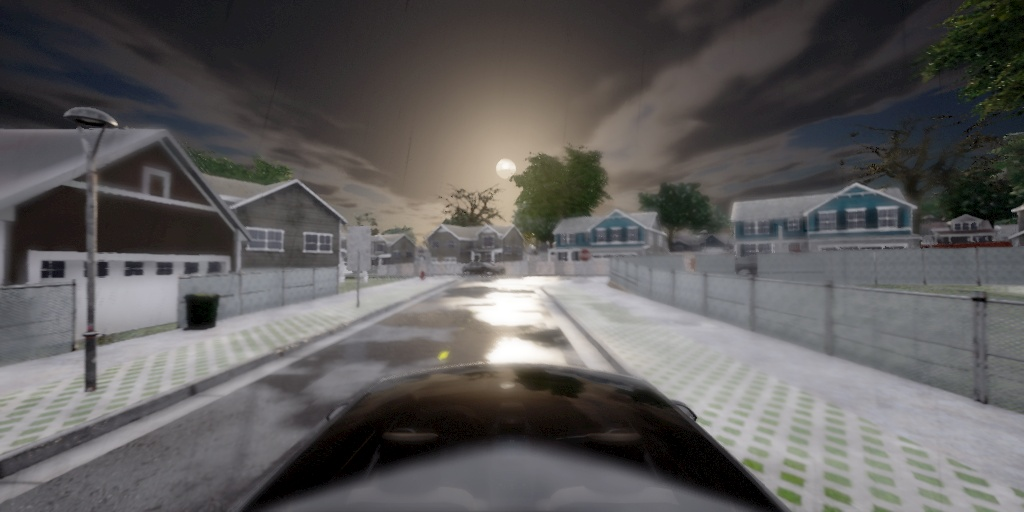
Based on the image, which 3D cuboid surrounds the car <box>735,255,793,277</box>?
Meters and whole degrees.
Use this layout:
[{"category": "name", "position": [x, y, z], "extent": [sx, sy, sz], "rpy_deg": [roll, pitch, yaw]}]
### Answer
[{"category": "car", "position": [16.782, 0.657, 23.191], "extent": [4.892, 1.490, 1.837], "rpy_deg": [-2, -3, 36]}]

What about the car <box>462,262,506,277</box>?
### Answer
[{"category": "car", "position": [-2.892, 1.337, 36.857], "extent": [4.892, 1.490, 1.837], "rpy_deg": [-1, -2, 33]}]
